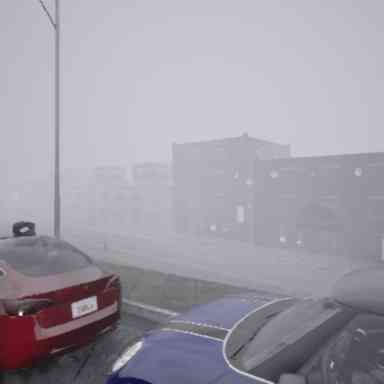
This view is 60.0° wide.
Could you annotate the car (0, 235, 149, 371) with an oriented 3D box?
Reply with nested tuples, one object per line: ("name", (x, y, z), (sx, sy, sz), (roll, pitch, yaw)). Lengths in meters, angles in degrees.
("car", (-3.272, 1.473, 5.507), (4.792, 1.488, 2.163), (0, 0, 35))
